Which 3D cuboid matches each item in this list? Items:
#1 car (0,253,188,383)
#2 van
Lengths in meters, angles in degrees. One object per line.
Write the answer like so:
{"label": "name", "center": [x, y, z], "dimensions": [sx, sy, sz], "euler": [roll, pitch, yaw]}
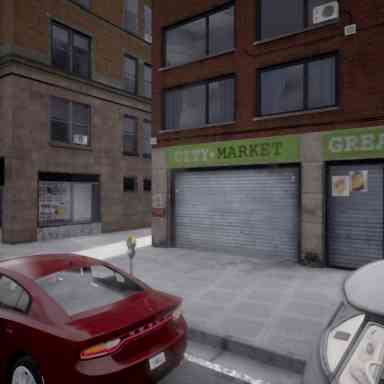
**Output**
{"label": "car", "center": [-2.160, 1.544, 4.615], "dimensions": [4.507, 1.381, 1.887], "euler": [0, 0, 35]}
{"label": "van", "center": [2.450, 1.341, 1.329], "dimensions": [3.998, 1.788, 1.690], "euler": [0, 0, 35]}
